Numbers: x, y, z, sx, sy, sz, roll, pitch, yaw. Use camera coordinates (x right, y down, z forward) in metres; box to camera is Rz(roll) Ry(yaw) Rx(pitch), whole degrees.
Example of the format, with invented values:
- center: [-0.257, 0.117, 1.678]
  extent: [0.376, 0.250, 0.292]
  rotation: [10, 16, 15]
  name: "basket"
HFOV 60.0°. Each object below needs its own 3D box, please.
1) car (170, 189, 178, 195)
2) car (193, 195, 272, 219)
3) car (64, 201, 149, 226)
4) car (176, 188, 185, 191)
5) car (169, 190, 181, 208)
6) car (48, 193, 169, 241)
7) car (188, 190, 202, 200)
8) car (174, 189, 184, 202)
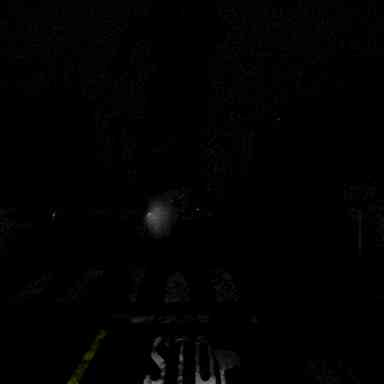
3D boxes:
- center: [-5.045, -0.015, 93.642]
  extent: [2.008, 1.369, 4.403]
  rotation: [1, 1, 0]
  name: "car"
- center: [2.938, 1.178, 23.967]
  extent: [5.357, 1.411, 2.033]
  rotation: [1, 1, 0]
  name: "car"
- center: [-5.180, 1.301, 20.642]
  extent: [4.718, 1.301, 1.895]
  rotation: [-1, 1, 0]
  name: "car"
- center: [-2.348, 0.512, 61.284]
  extent: [2.033, 1.411, 5.357]
  rotation: [0, 1, 0]
  name: "car"
- center: [-2.538, 0.872, 36.044]
  extent: [1.882, 1.535, 5.008]
  rotation: [0, 1, 2]
  name: "car"
- center: [-3.449, 1.022, 13.983]
  extent: [4.553, 1.767, 2.097]
  rotation: [0, 0, 0]
  name: "car"
- center: [0.506, 0.421, 55.099]
  extent: [2.097, 1.767, 4.553]
  rotation: [0, 1, 0]
  name: "car"
- center: [-2.440, 0.694, 46.480]
  extent: [1.882, 1.535, 5.008]
  rotation: [0, 1, 0]
  name: "car"
